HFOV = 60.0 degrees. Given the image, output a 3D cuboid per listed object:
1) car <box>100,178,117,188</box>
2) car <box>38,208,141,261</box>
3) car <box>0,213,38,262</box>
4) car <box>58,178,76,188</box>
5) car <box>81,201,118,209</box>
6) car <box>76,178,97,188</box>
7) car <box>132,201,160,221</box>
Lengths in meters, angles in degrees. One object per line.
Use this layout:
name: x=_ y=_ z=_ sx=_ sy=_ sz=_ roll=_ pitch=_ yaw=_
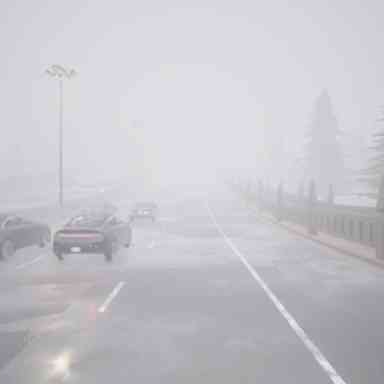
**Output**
car: x=-14.315 y=-1.603 z=57.325 sx=1.812 sy=1.442 sz=4.674 roll=0 pitch=6 yaw=0
car: x=-3.481 y=1.543 z=12.424 sx=2.128 sy=1.511 sz=4.902 roll=0 pitch=-1 yaw=0
car: x=-6.981 y=1.544 z=12.422 sx=2.128 sy=1.511 sz=4.902 roll=0 pitch=-1 yaw=0
car: x=-21.308 y=-1.651 z=57.285 sx=1.882 sy=1.535 sz=5.008 roll=0 pitch=6 yaw=0
car: x=-7.072 y=1.361 z=25.561 sx=2.033 sy=1.411 sz=5.357 roll=0 pitch=3 yaw=0
car: x=-17.811 y=-1.603 z=57.313 sx=1.812 sy=1.442 sz=4.674 roll=0 pitch=6 yaw=0
car: x=-3.570 y=1.363 z=25.522 sx=2.033 sy=1.411 sz=5.357 roll=0 pitch=3 yaw=0
